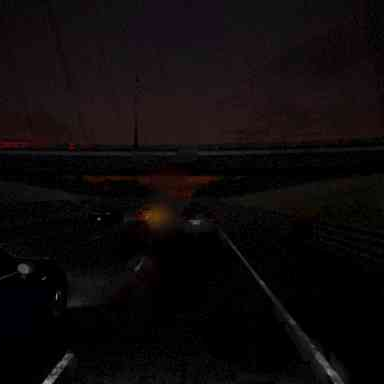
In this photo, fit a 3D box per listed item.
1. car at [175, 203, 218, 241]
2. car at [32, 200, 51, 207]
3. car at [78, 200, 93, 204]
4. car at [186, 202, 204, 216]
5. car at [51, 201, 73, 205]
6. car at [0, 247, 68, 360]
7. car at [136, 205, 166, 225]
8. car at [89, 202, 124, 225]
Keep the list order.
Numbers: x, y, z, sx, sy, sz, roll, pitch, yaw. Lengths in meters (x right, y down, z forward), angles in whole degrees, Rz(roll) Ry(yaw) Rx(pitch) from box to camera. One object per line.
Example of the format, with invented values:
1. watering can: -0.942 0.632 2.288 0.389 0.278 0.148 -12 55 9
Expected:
1. car: 0.214 1.560 17.982 2.097 1.767 4.553 0 -1 0
2. car: -24.199 2.107 54.280 1.837 1.490 4.892 0 -1 1
3. car: -17.208 2.116 54.249 1.837 1.490 4.892 0 -1 1
4. car: 0.347 2.000 39.445 2.033 1.411 5.357 0 -1 0
5. car: -20.702 2.208 54.274 1.895 1.301 4.718 0 -1 1
6. car: -3.376 1.399 4.389 2.097 1.767 4.553 0 -1 0
7. car: -3.227 1.782 26.846 1.882 1.535 5.008 0 -1 0
8. car: -6.729 1.788 26.549 2.128 1.511 4.902 0 -1 0
